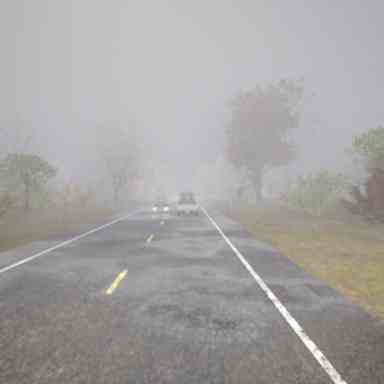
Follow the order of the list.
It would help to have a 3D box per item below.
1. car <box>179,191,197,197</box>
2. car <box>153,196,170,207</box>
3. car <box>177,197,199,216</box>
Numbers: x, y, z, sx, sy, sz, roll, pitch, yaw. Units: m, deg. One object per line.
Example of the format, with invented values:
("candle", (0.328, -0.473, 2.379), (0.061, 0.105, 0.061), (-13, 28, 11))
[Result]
("car", (-0.564, 0.940, 45.952), (2.150, 2.045, 5.566), (0, 0, 1))
("car", (-4.100, 1.286, 45.149), (1.837, 1.490, 4.892), (0, 0, -1))
("car", (-0.383, 1.399, 30.364), (1.895, 1.301, 4.718), (0, 0, 0))
